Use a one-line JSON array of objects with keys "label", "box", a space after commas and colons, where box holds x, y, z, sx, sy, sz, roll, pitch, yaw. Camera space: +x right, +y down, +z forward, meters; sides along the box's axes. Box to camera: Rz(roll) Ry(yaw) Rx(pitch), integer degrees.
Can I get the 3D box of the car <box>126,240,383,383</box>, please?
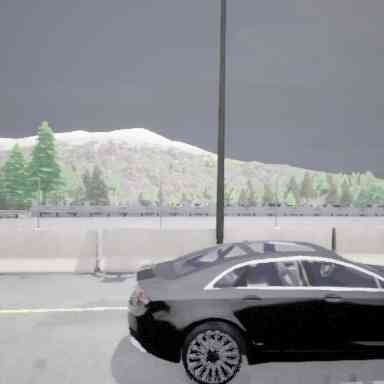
[{"label": "car", "box": [1.555, 1.491, 4.800, 4.902, 1.511, 2.128, 0, 0, -5]}]
